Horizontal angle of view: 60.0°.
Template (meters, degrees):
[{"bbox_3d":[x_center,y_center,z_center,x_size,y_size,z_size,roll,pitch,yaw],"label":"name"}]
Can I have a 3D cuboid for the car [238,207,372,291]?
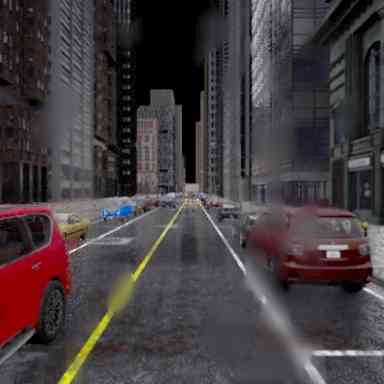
[{"bbox_3d":[2.761,1.299,8.888,2.192,1.841,5.009,0,0,0],"label":"car"}]

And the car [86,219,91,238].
[{"bbox_3d":[-5.763,1.500,14.353,1.752,1.417,4.829,0,0,0],"label":"car"}]

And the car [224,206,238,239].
[{"bbox_3d":[2.763,1.525,14.528,2.008,1.369,4.403,0,0,0],"label":"car"}]

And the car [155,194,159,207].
[{"bbox_3d":[-5.758,1.247,48.367,2.192,1.841,5.009,0,0,0],"label":"car"}]

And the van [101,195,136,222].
[{"bbox_3d":[-5.761,1.299,25.804,1.690,1.788,3.998,0,0,0],"label":"van"}]

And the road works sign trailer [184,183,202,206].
[{"bbox_3d":[0.009,0.393,51.396,2.380,3.560,2.880,0,0,0],"label":"road works sign trailer"}]

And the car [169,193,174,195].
[{"bbox_3d":[-5.752,1.453,76.571,2.008,1.369,4.403,0,0,0],"label":"car"}]

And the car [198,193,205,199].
[{"bbox_3d":[2.772,1.453,70.934,1.887,1.381,4.507,0,0,0],"label":"car"}]

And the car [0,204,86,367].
[{"bbox_3d":[-3.100,1.215,3.421,2.150,2.045,5.566,0,0,0],"label":"car"}]

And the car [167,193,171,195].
[{"bbox_3d":[-5.754,1.480,65.290,1.947,1.339,4.313,0,0,0],"label":"car"}]

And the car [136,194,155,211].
[{"bbox_3d":[-5.760,1.259,37.085,2.192,1.841,5.009,0,0,0],"label":"car"}]

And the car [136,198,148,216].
[{"bbox_3d":[-5.760,1.501,31.445,2.008,1.369,4.403,0,0,0],"label":"car"}]

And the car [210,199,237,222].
[{"bbox_3d":[2.764,1.509,25.809,2.008,1.369,4.403,0,0,0],"label":"car"}]

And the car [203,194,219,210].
[{"bbox_3d":[2.767,1.378,42.730,1.967,1.590,4.097,0,0,0],"label":"car"}]

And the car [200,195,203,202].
[{"bbox_3d":[2.769,1.492,54.012,1.947,1.339,4.313,0,0,0],"label":"car"}]

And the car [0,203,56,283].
[{"bbox_3d":[-5.764,1.299,8.882,2.192,1.841,5.009,0,0,0],"label":"car"}]

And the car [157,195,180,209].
[{"bbox_3d":[-3.082,1.483,45.135,2.033,1.411,5.357,0,0,0],"label":"car"}]
